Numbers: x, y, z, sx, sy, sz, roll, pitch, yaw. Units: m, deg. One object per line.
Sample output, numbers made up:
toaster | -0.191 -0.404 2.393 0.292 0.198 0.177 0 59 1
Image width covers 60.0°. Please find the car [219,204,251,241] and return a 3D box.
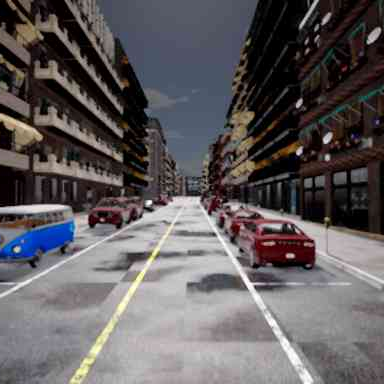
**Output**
car | 2.595 1.552 16.503 1.887 1.381 4.507 1 0 0

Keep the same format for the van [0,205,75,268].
van | -5.284 1.345 11.040 1.690 1.788 3.998 1 0 0

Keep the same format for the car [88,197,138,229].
car | -5.277 1.329 22.100 2.192 1.841 5.009 1 0 0

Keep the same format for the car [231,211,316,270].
car | 2.591 1.548 10.973 1.887 1.381 4.507 1 0 0

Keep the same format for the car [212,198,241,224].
car | 2.608 1.454 22.035 1.967 1.590 4.097 1 0 0

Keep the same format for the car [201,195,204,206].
car | 2.580 1.491 44.160 1.967 1.590 4.097 1 0 0

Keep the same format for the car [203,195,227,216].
car | 2.576 1.343 33.097 2.192 1.841 5.009 1 0 0

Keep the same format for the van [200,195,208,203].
van | 2.598 1.481 71.817 1.690 1.788 3.998 1 0 0

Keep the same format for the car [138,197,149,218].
car | -5.273 1.336 27.630 2.192 1.841 5.009 1 0 0

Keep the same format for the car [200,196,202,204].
car | 2.584 1.662 55.222 1.802 1.307 4.206 1 0 0

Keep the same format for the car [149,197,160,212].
car | -5.272 1.605 38.692 1.947 1.339 4.313 1 0 0

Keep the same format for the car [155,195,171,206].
car | -5.257 1.396 55.283 2.192 1.841 5.009 1 0 0
